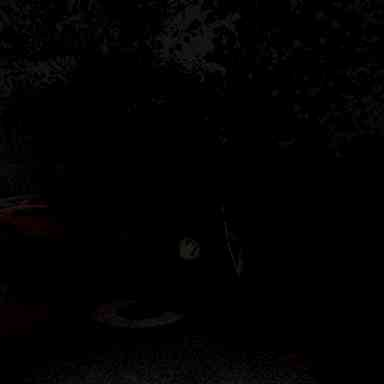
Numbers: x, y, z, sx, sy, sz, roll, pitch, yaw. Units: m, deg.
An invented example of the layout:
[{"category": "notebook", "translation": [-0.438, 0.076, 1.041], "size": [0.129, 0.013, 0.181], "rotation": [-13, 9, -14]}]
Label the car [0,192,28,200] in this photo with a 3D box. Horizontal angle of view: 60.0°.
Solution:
[{"category": "car", "translation": [-8.237, 1.077, 17.629], "size": [4.553, 1.767, 2.185], "rotation": [1, 2, -30]}]

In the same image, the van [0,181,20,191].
[{"category": "van", "translation": [-40.098, -1.293, 72.744], "size": [4.442, 1.987, 1.878], "rotation": [1, 1, -30]}]

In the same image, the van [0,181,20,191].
[{"category": "van", "translation": [-41.424, -1.379, 75.031], "size": [4.442, 1.987, 1.878], "rotation": [1, 1, -30]}]

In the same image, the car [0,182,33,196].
[{"category": "car", "translation": [-27.657, -0.508, 51.006], "size": [5.566, 2.045, 2.435], "rotation": [1, 1, -30]}]

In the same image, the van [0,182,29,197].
[{"category": "van", "translation": [-26.346, -0.394, 48.568], "size": [4.442, 1.987, 1.878], "rotation": [1, 1, -30]}]

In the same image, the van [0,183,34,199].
[{"category": "van", "translation": [-22.164, -0.121, 41.373], "size": [4.442, 1.987, 1.878], "rotation": [1, 1, -30]}]

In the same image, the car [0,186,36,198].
[{"category": "car", "translation": [-23.469, 0.013, 43.844], "size": [5.008, 1.535, 2.097], "rotation": [1, 1, -30]}]

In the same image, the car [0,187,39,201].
[{"category": "car", "translation": [-20.673, 0.232, 39.069], "size": [4.792, 1.488, 2.163], "rotation": [1, 1, -30]}]

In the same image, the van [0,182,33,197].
[{"category": "van", "translation": [-24.755, -0.300, 46.290], "size": [4.442, 1.987, 1.878], "rotation": [1, 1, -30]}]

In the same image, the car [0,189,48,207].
[{"category": "car", "translation": [-16.560, 0.553, 31.861], "size": [4.792, 1.488, 2.163], "rotation": [1, 2, -30]}]

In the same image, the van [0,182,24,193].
[{"category": "van", "translation": [-34.542, -0.933, 63.164], "size": [4.442, 1.987, 1.878], "rotation": [1, 1, -30]}]

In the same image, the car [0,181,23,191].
[{"category": "car", "translation": [-38.833, -1.231, 70.276], "size": [5.566, 2.045, 2.435], "rotation": [1, 1, -30]}]

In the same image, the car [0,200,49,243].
[{"category": "car", "translation": [-6.884, 1.316, 15.219], "size": [5.008, 1.535, 2.097], "rotation": [1, 2, -30]}]

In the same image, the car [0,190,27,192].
[{"category": "car", "translation": [-12.531, 0.859, 24.599], "size": [5.366, 1.575, 1.946], "rotation": [1, 2, -30]}]

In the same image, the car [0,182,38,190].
[{"category": "car", "translation": [-15.114, 0.387, 29.488], "size": [5.566, 2.045, 2.435], "rotation": [1, 2, -30]}]

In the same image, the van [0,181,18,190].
[{"category": "van", "translation": [-43.081, -1.476, 77.424], "size": [4.442, 1.987, 1.878], "rotation": [1, 1, -30]}]

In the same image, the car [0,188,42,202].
[{"category": "car", "translation": [-19.350, 0.329, 36.787], "size": [4.792, 1.488, 2.163], "rotation": [1, 2, -30]}]
